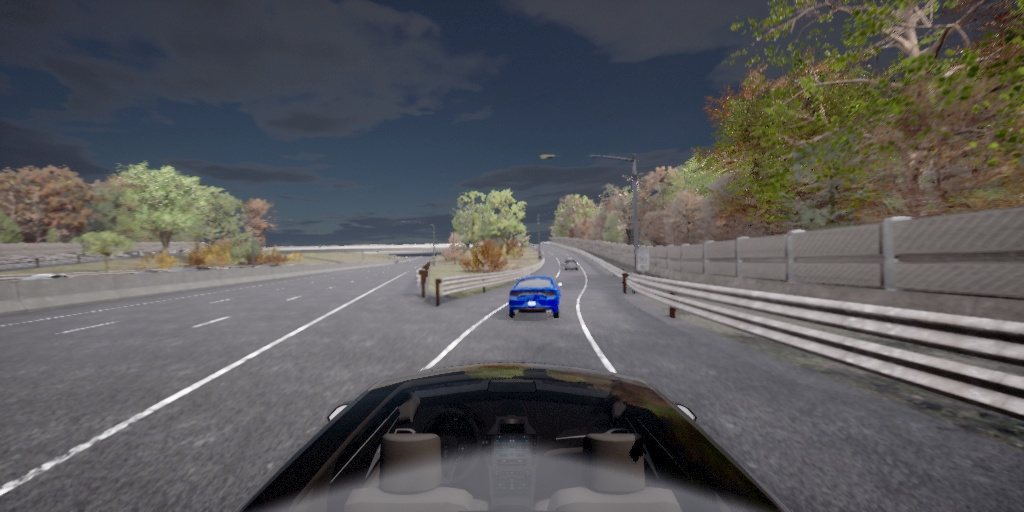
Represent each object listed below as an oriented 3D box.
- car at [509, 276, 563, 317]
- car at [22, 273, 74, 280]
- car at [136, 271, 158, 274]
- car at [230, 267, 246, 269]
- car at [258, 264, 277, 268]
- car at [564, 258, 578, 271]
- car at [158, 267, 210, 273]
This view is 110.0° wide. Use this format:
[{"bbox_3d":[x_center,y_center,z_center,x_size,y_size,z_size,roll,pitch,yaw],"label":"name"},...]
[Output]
[{"bbox_3d":[1.074,1.566,15.028,1.882,1.535,5.008,-2,-1,9],"label":"car"},{"bbox_3d":[-37.114,2.138,28.542,1.812,1.442,4.674,-1,0,-12],"label":"car"},{"bbox_3d":[-34.774,2.139,34.231,1.994,1.385,4.181,-1,0,-12],"label":"car"},{"bbox_3d":[-38.259,2.251,50.040,2.033,1.411,5.357,-1,0,-12],"label":"car"},{"bbox_3d":[-34.872,1.980,50.865,2.097,1.767,4.553,-1,0,-12],"label":"car"},{"bbox_3d":[9.101,1.484,55.160,1.994,1.385,4.181,-1,2,8],"label":"car"},{"bbox_3d":[-31.375,1.849,35.032,2.097,1.767,4.553,-1,0,-12],"label":"car"}]
